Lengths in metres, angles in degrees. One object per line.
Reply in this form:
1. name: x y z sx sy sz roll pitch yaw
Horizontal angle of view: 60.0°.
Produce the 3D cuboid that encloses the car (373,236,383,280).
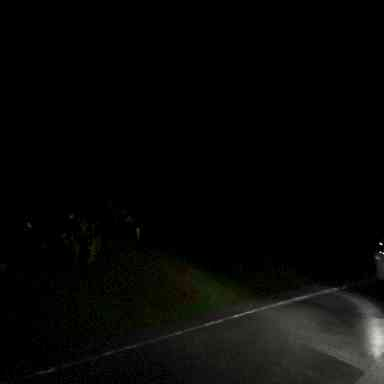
1. car: 6.702 1.183 7.677 5.566 2.045 2.150 0 -1 -28
